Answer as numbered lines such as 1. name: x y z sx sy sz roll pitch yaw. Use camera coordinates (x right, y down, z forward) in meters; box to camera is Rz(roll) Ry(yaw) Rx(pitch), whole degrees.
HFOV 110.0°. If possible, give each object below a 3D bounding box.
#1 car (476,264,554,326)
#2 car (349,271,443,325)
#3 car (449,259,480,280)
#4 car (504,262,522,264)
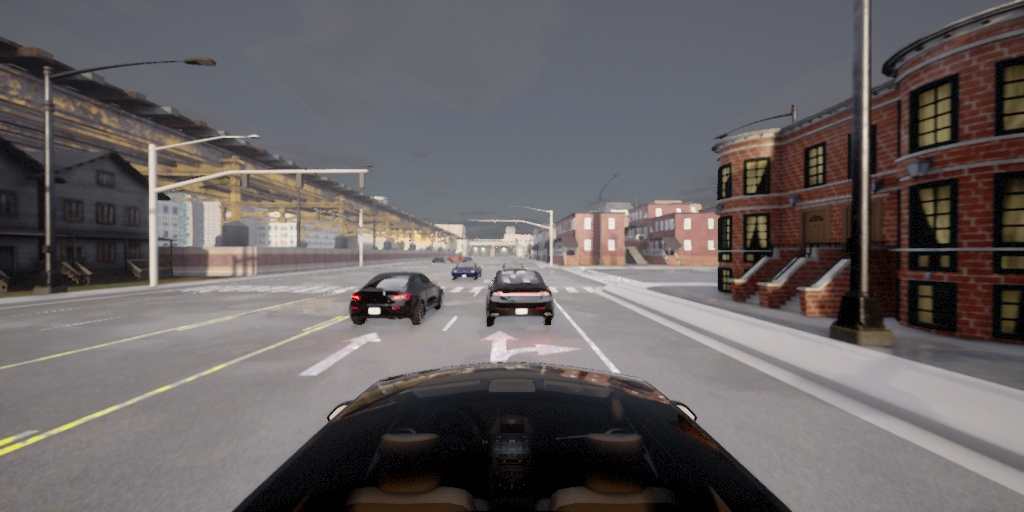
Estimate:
1. car: 0.114 1.158 11.288 2.128 1.511 4.902 0 0 -3
2. car: -3.428 1.195 11.266 1.812 1.442 4.674 0 0 0
3. car: -3.421 1.130 27.993 1.895 1.301 4.718 0 0 0
4. car: 0.080 1.130 27.992 1.895 1.301 4.718 0 0 0
